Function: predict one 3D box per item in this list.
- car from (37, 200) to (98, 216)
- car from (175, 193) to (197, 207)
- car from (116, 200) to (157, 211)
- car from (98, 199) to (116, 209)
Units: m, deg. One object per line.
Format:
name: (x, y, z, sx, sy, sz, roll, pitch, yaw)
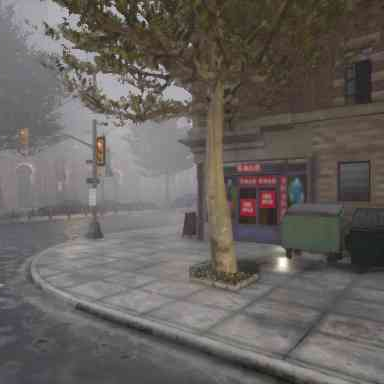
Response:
car: (-12.499, 1.547, 33.152, 2.033, 1.411, 5.357, 0, 0, 36)
car: (-0.258, 1.221, 49.902, 2.150, 2.045, 5.566, 0, 0, 36)
car: (-6.600, 1.601, 41.234, 1.895, 1.301, 4.718, 0, 0, 36)
car: (-11.998, 1.595, 45.119, 1.895, 1.301, 4.718, 0, 0, 36)
